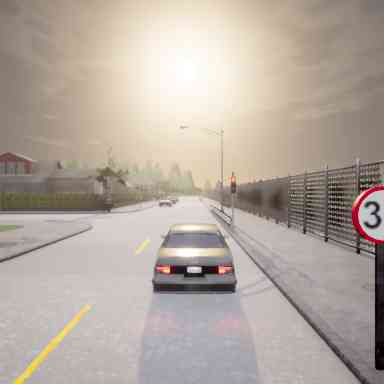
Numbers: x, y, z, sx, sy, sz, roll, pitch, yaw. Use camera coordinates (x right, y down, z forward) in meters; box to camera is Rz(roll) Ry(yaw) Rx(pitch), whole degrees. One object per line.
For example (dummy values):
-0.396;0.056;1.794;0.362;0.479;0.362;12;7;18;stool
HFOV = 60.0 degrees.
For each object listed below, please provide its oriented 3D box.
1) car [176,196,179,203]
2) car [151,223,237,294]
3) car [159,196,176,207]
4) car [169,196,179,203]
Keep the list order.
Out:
-3.979;1.478;61.606;1.882;1.535;5.008;0;0;0;car
0.066;1.547;8.921;2.033;1.411;5.357;0;0;1;car
-4.025;1.547;51.761;2.033;1.411;5.357;0;0;0;car
-3.901;1.553;71.610;1.994;1.385;4.181;0;0;0;car
